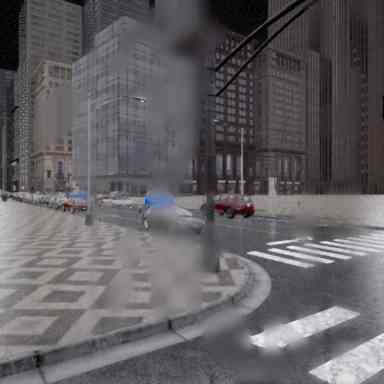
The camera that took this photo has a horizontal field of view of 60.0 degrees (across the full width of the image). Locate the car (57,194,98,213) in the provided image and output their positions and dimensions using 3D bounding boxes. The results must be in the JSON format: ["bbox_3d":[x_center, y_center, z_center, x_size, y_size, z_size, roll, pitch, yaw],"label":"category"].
[{"bbox_3d":[-10.526,1.139,30.323,1.887,1.381,4.507,1,0,-35],"label":"car"}]

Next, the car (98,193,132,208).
[{"bbox_3d":[-8.634,1.125,37.913,1.895,1.301,4.718,0,1,-36],"label":"car"}]

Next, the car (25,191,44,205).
[{"bbox_3d":[-20.038,0.939,43.655,2.008,1.369,4.403,1,0,-36],"label":"car"}]

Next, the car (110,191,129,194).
[{"bbox_3d":[-9.919,0.765,44.155,2.192,1.841,5.009,1,0,-35],"label":"car"}]

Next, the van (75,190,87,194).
[{"bbox_3d":[-19.433,0.597,57.489,1.690,1.788,3.998,1,0,-35],"label":"van"}]

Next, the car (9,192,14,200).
[{"bbox_3d":[-29.550,0.748,56.987,1.887,1.381,4.507,1,0,-36],"label":"car"}]

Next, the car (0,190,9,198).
[{"bbox_3d":[-39.062,0.611,70.319,1.947,1.339,4.313,1,0,-36],"label":"car"}]

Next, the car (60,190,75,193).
[{"bbox_3d":[-21.861,0.778,56.447,1.812,1.442,4.674,0,0,-35],"label":"car"}]

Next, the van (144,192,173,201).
[{"bbox_3d":[-3.577,0.929,35.266,1.690,1.788,3.998,1,0,-35],"label":"van"}]

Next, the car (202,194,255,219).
[{"bbox_3d":[2.765,1.049,26.377,2.192,1.841,5.009,1,0,-35],"label":"car"}]

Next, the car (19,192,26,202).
[{"bbox_3d":[-23.209,0.875,48.099,2.008,1.369,4.403,1,0,-35],"label":"car"}]

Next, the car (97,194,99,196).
[{"bbox_3d":[-13.094,0.933,48.600,2.008,1.369,4.403,1,0,-35],"label":"car"}]

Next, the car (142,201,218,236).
[{"bbox_3d":[-1.015,1.366,16.991,2.008,1.369,4.403,1,0,-35],"label":"car"}]

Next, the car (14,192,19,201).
[{"bbox_3d":[-26.378,0.702,52.543,1.967,1.590,4.097,1,0,-36],"label":"car"}]

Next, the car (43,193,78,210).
[{"bbox_3d":[-13.696,1.074,34.766,2.008,1.369,4.403,1,0,-35],"label":"car"}]

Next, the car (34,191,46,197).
[{"bbox_3d":[-38.461,0.495,84.155,1.887,1.381,4.507,0,0,-36],"label":"car"}]
